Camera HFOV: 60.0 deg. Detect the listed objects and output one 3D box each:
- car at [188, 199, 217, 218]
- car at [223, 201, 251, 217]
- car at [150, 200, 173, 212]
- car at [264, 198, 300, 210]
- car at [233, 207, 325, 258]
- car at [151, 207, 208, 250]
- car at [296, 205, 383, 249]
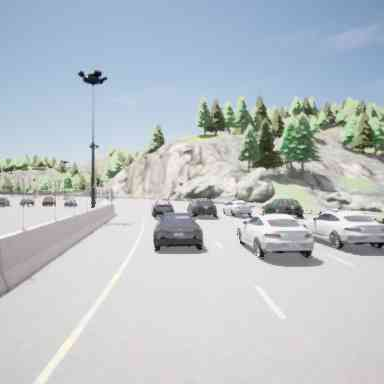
[{"bbox_3d":[0.851,1.373,30.357,2.097,1.767,4.553,0,0,-9],"label":"car"},{"bbox_3d":[4.240,1.541,31.379,1.812,1.442,4.674,0,0,-9],"label":"car"},{"bbox_3d":[-2.776,1.520,30.893,2.128,1.511,4.902,0,0,-10],"label":"car"},{"bbox_3d":[8.033,1.359,29.757,2.097,1.767,4.553,0,0,-9],"label":"car"},{"bbox_3d":[3.013,1.529,12.665,1.812,1.442,4.674,0,0,-4],"label":"car"},{"bbox_3d":[-0.653,1.576,14.525,1.994,1.385,4.181,0,0,-4],"label":"car"},{"bbox_3d":[6.386,1.524,14.359,1.812,1.442,4.674,0,0,-4],"label":"car"}]
